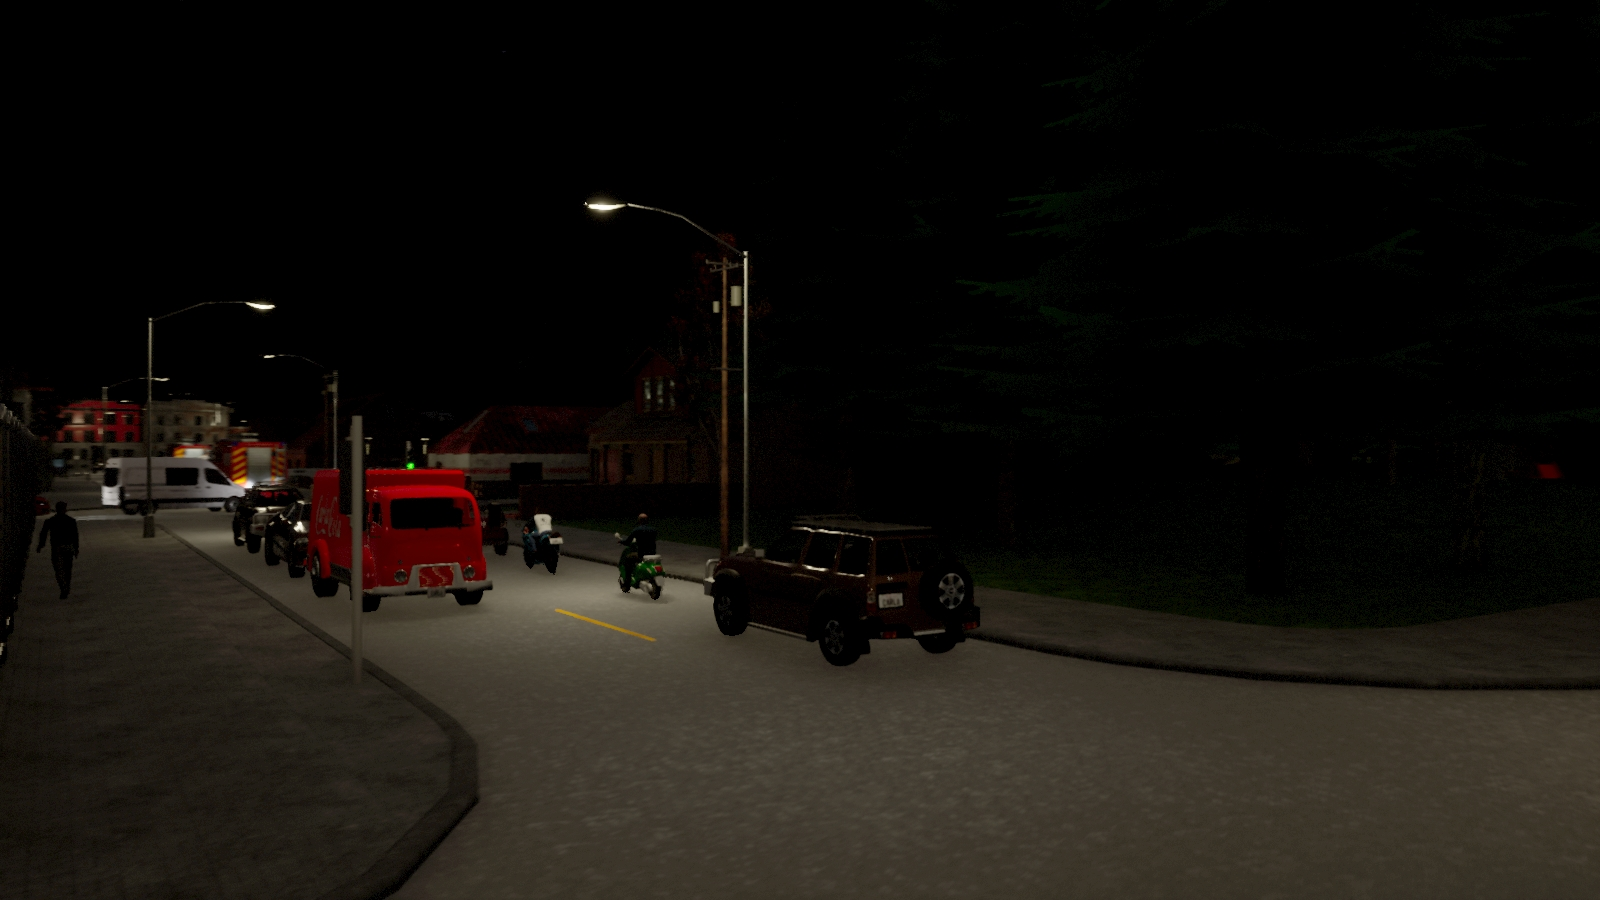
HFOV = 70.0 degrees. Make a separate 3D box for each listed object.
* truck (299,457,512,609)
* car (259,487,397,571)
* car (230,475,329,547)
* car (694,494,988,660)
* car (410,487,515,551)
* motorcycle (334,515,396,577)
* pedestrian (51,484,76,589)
[{"bbox_3d":[-7.599,1.376,21.596,2.627,2.467,5.204,0,0,-33],"label":"truck"},{"bbox_3d":[-11.421,1.809,27.438,2.152,1.651,5.027,0,0,-33],"label":"car"},{"bbox_3d":[-15.146,1.690,33.113,1.932,1.855,4.605,0,0,-33],"label":"car"},{"bbox_3d":[0.418,1.661,16.540,1.932,1.855,4.605,0,0,-33],"label":"car"},{"bbox_3d":[-9.377,1.842,31.570,1.789,1.549,3.705,0,0,-33],"label":"car"},{"bbox_3d":[-9.318,2.026,24.433,0.803,1.145,2.033,0,0,-34],"label":"motorcycle"},{"bbox_3d":[-13.380,1.557,20.754,0.375,1.860,0.375,0,0,-33],"label":"pedestrian"}]
